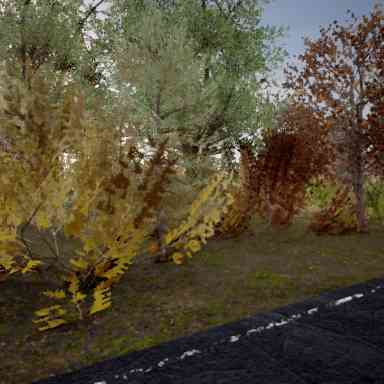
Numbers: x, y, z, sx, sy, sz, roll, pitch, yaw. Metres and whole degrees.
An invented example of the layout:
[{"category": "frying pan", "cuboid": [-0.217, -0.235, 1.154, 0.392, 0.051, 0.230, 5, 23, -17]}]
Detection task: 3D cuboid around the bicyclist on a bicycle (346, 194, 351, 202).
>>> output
[{"category": "bicyclist on a bicycle", "cuboid": [19.192, 1.080, 41.072, 1.656, 1.620, 0.582, 0, 1, -36]}]
